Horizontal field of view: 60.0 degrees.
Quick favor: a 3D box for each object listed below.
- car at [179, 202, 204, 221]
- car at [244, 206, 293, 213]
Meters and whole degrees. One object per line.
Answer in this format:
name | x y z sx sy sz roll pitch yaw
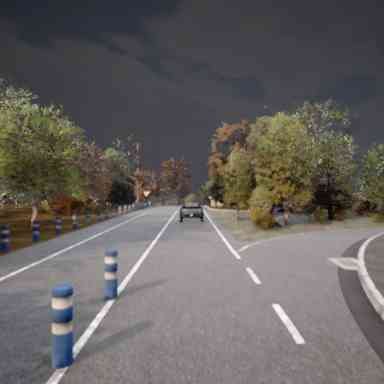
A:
car | -0.031 1.526 27.256 2.128 1.511 4.902 0 0 0
car | 8.197 1.571 36.264 2.033 1.411 5.357 7 -5 -44
